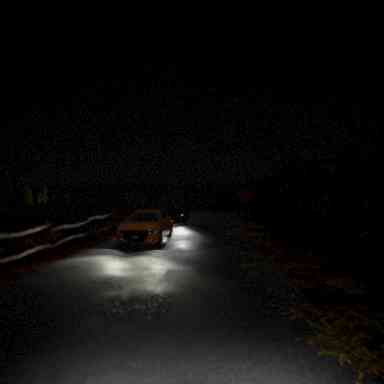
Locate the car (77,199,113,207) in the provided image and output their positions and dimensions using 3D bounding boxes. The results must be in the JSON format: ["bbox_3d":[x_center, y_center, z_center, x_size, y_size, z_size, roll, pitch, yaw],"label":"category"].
[{"bbox_3d":[-12.687,1.638,43.404,4.553,1.767,2.097,0,0,6],"label":"car"}]

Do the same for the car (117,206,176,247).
[{"bbox_3d":[-2.127,1.586,15.960,1.882,1.535,5.008,0,-1,4],"label":"car"}]

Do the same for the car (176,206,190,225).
[{"bbox_3d":[-1.286,1.780,26.261,1.895,1.301,4.718,0,0,4],"label":"car"}]
